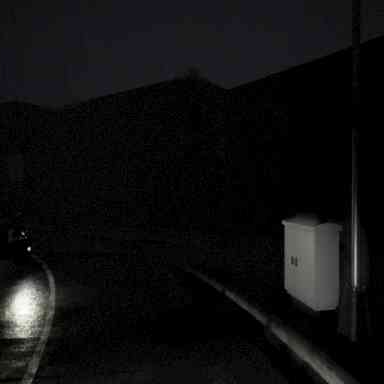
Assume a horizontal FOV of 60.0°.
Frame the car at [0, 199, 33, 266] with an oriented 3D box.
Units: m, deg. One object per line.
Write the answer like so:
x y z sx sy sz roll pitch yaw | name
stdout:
-6.985 1.223 10.803 2.150 2.045 5.566 1 -1 -41 | car
